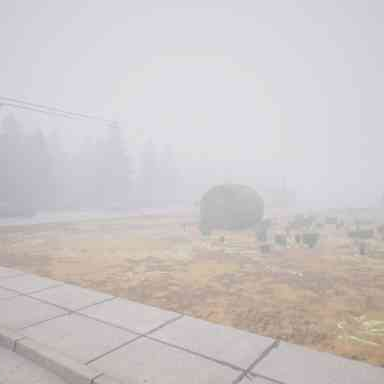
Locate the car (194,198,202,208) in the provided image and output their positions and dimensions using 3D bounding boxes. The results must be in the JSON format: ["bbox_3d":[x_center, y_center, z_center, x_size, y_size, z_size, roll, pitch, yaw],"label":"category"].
[{"bbox_3d":[2.088,1.552,47.168,1.812,1.442,4.674,0,0,36],"label":"car"}]

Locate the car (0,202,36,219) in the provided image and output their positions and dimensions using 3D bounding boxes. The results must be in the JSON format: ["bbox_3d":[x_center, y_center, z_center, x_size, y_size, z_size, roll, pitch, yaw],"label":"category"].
[{"bbox_3d":[-15.937,1.591,28.984,1.994,1.385,4.181,0,0,36],"label":"car"}]

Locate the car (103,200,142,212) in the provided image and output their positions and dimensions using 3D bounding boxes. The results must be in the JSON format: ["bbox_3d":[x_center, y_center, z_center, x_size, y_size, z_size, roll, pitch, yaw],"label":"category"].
[{"bbox_3d":[-8.184,1.627,39.481,1.895,1.301,4.718,0,0,36],"label":"car"}]
